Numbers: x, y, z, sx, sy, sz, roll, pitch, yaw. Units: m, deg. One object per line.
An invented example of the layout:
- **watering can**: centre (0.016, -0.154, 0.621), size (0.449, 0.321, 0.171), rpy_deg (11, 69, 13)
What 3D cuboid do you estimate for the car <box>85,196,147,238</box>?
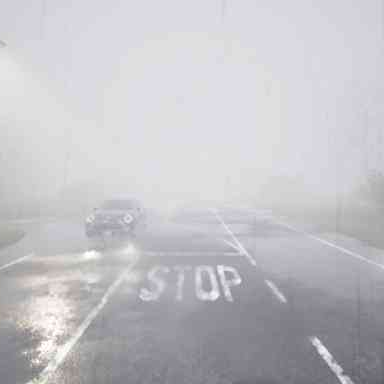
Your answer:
- **car**: centre (-3.415, 1.044, 15.701), size (2.097, 1.767, 4.553), rpy_deg (0, 1, 0)
